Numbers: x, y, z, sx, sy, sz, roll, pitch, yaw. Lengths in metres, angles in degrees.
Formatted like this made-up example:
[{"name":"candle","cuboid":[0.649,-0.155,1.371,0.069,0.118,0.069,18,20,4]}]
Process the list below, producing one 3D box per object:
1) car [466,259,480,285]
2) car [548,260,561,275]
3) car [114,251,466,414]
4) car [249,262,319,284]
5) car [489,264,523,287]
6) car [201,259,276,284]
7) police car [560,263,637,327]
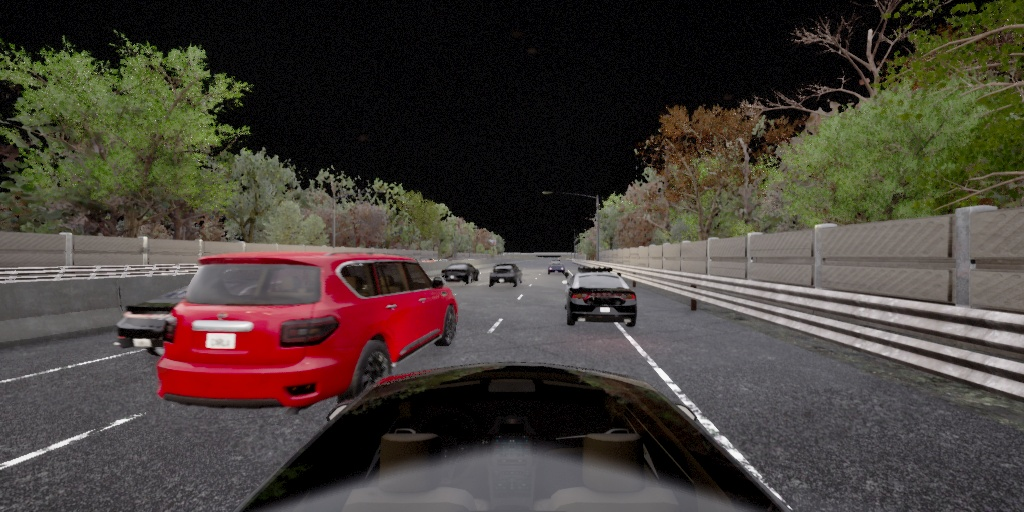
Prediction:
[{"name":"car","cuboid":[-3.701,1.247,26.463,1.882,1.535,5.008,0,0,7]},{"name":"car","cuboid":[4.995,1.384,40.255,1.895,1.301,4.718,0,0,7]},{"name":"car","cuboid":[-2.617,0.970,6.278,2.150,2.045,5.566,0,0,7]},{"name":"car","cuboid":[-17.785,1.247,28.291,1.882,1.535,5.008,0,0,7]},{"name":"car","cuboid":[-0.362,1.273,24.949,1.837,1.490,4.892,0,0,7]},{"name":"car","cuboid":[-21.313,1.121,28.253,2.097,1.767,4.553,0,0,7]},{"name":"police car","cuboid":[2.704,1.182,11.786,1.930,1.638,5.238,0,0,7]}]
